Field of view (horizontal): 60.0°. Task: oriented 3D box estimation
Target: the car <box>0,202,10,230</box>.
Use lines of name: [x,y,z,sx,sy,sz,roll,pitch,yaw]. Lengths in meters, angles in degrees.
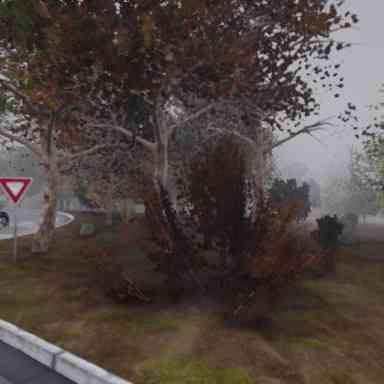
car: [-11.204,1.281,16.563,2.128,1.511,4.902,1,0,6]
